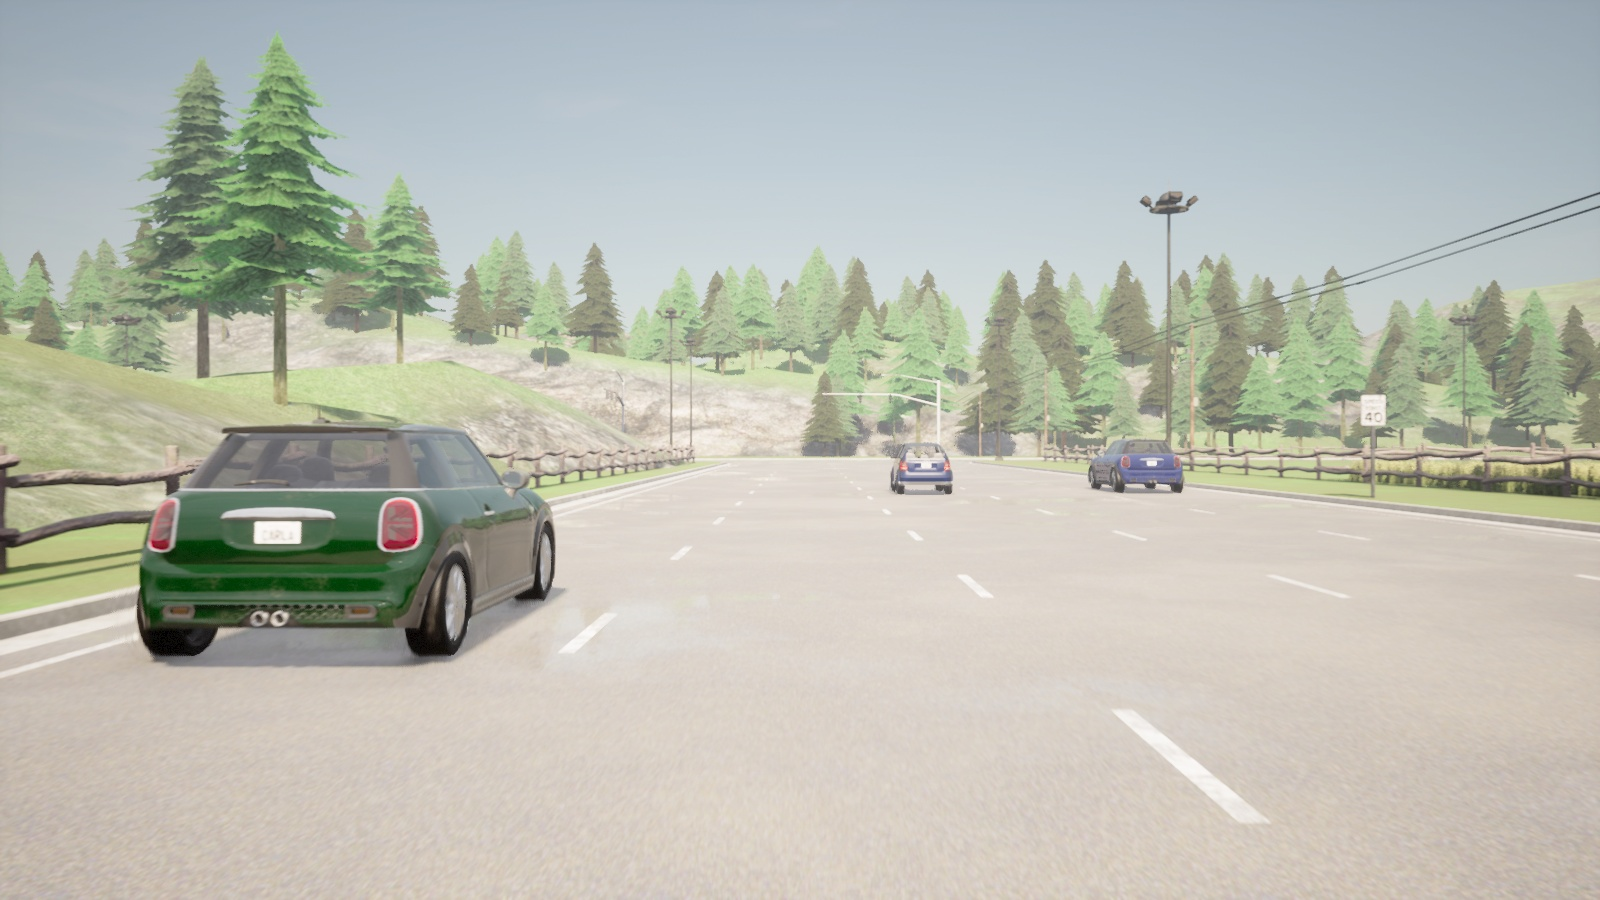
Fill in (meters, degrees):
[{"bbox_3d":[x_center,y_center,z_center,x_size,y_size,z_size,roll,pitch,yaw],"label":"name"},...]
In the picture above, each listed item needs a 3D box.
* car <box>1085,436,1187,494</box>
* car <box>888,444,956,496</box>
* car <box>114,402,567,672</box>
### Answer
[{"bbox_3d":[10.745,0.456,40.463,2.097,1.767,4.553,0,0,0],"label":"car"},{"bbox_3d":[3.738,0.577,39.063,1.789,1.549,3.705,0,0,0],"label":"car"},{"bbox_3d":[-3.426,0.561,10.488,2.097,1.767,4.553,0,0,0],"label":"car"}]
